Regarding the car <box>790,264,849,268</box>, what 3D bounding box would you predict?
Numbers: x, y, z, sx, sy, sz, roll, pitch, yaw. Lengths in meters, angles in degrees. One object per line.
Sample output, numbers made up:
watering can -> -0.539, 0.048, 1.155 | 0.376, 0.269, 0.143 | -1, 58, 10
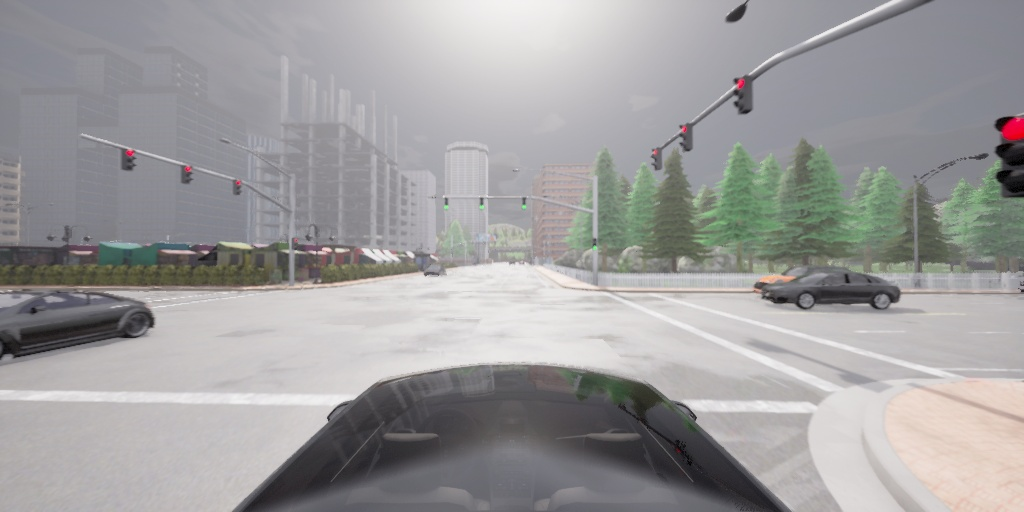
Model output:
car -> 15.114, 1.284, 18.505 | 4.553, 1.767, 2.097 | 0, -1, 3

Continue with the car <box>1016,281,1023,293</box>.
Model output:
car -> 28.629, 1.525, 17.790 | 4.718, 1.301, 1.895 | 0, -1, 3

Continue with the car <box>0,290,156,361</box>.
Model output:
car -> -10.426, 1.441, 7.689 | 1.994, 1.385, 4.181 | 0, 0, 2

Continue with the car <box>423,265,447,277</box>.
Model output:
car -> -9.205, 1.777, 43.340 | 2.033, 1.411, 5.357 | 0, 0, 2

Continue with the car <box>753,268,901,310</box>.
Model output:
car -> 13.238, 1.400, 15.096 | 4.892, 1.490, 1.837 | 0, -1, 3
